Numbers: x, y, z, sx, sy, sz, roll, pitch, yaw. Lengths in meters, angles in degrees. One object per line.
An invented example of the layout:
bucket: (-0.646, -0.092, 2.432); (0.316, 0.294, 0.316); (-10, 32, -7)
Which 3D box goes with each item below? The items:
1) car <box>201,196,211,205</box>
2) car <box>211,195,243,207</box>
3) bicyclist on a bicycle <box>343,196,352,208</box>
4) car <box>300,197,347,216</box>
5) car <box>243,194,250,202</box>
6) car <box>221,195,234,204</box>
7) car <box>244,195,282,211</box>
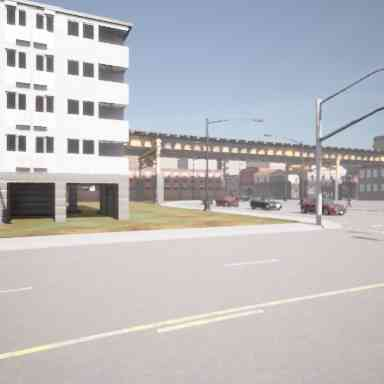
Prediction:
car: (2.746, 1.494, 59.893); (1.837, 1.490, 4.892); (0, 0, -1)
car: (5.219, 1.468, 50.086); (1.882, 1.535, 5.008); (0, 0, -22)
bicyclist on a bicycle: (20.303, 1.288, 43.336); (1.656, 1.620, 0.582); (0, 0, -25)
car: (13.001, 1.342, 33.089); (2.097, 1.767, 4.553); (0, 0, -25)
car: (11.672, 1.508, 75.707); (2.128, 1.511, 4.902); (0, 0, 41)
car: (7.163, 1.478, 66.743); (2.128, 1.511, 4.902); (0, 0, 14)
car: (9.116, 1.481, 41.354); (2.128, 1.511, 4.902); (0, 0, -25)
